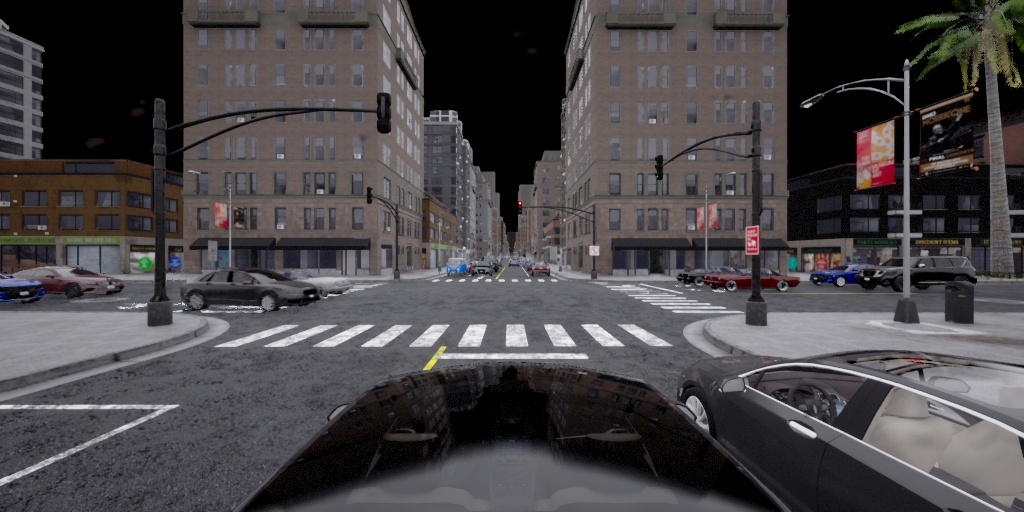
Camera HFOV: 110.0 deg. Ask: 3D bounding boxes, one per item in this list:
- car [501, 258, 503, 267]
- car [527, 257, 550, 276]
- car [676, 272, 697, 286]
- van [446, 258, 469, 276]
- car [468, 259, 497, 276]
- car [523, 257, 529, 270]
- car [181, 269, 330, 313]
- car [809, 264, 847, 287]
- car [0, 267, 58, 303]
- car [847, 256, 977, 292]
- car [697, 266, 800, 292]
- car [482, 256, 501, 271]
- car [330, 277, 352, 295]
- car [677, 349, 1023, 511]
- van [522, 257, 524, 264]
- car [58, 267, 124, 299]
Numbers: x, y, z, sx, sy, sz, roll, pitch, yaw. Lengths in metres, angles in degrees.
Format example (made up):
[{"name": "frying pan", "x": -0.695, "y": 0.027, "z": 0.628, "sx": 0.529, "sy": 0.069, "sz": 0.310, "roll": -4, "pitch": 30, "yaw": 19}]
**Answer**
[{"name": "car", "x": -2.847, "y": 1.354, "z": 55.711, "sx": 1.895, "sy": 1.301, "sz": 4.718, "roll": 0, "pitch": 0, "yaw": 0}, {"name": "car", "x": 2.825, "y": 1.192, "z": 36.935, "sx": 1.967, "sy": 1.591, "sz": 4.097, "roll": 0, "pitch": 0, "yaw": 0}, {"name": "car", "x": 13.739, "y": 1.365, "z": 24.263, "sx": 4.718, "sy": 1.301, "sz": 1.895, "roll": 0, "pitch": 0, "yaw": 0}, {"name": "van", "x": -5.701, "y": 1.093, "z": 36.974, "sx": 1.690, "sy": 1.789, "sz": 3.998, "roll": 0, "pitch": 0, "yaw": 0}, {"name": "car", "x": -2.945, "y": 1.316, "z": 36.612, "sx": 1.994, "sy": 1.385, "sz": 4.181, "roll": 0, "pitch": 0, "yaw": 0}, {"name": "car", "x": 2.880, "y": 1.193, "z": 48.273, "sx": 1.967, "sy": 1.591, "sz": 4.097, "roll": 0, "pitch": 0, "yaw": 0}, {"name": "car", "x": -9.842, "y": 1.246, "z": 13.613, "sx": 4.892, "sy": 1.490, "sz": 1.837, "roll": 0, "pitch": 0, "yaw": 7}, {"name": "car", "x": 23.058, "y": 1.258, "z": 24.308, "sx": 5.008, "sy": 1.535, "sz": 1.882, "roll": 0, "pitch": 0, "yaw": 0}, {"name": "car", "x": -21.716, "y": 1.199, "z": 14.134, "sx": 5.008, "sy": 1.535, "sz": 1.882, "roll": 0, "pitch": 0, "yaw": 0}, {"name": "car", "x": 23.610, "y": 1.007, "z": 21.061, "sx": 5.566, "sy": 2.045, "sz": 2.150, "roll": 0, "pitch": 0, "yaw": 0}, {"name": "car", "x": 13.857, "y": 1.370, "z": 21.014, "sx": 4.718, "sy": 1.301, "sz": 1.895, "roll": 0, "pitch": 0, "yaw": 0}, {"name": "car", "x": -2.896, "y": 0.974, "z": 45.920, "sx": 2.150, "sy": 2.045, "sz": 5.566, "roll": 0, "pitch": 0, "yaw": 0}, {"name": "car", "x": -10.421, "y": 1.336, "z": 17.441, "sx": 4.718, "sy": 1.301, "sz": 1.895, "roll": 0, "pitch": 0, "yaw": 0}, {"name": "car", "x": 2.668, "y": 1.300, "z": 2.286, "sx": 2.007, "sy": 1.370, "sz": 4.403, "roll": 0, "pitch": 0, "yaw": 0}, {"name": "van", "x": 2.934, "y": 1.094, "z": 59.612, "sx": 1.690, "sy": 1.789, "sz": 3.998, "roll": 0, "pitch": 0, "yaw": 0}, {"name": "car", "x": -21.793, "y": 1.243, "z": 17.387, "sx": 4.674, "sy": 1.442, "sz": 1.812, "roll": 0, "pitch": 0, "yaw": 0}]
